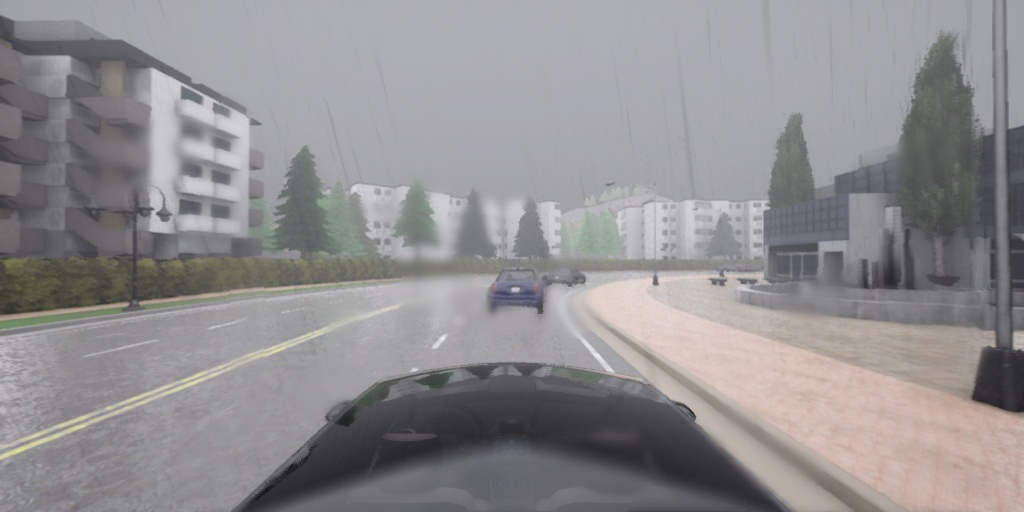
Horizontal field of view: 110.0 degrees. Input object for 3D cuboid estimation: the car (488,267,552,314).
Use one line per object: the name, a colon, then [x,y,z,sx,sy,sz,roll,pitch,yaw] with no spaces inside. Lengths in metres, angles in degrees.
car: [0.424,1.244,14.808,2.097,1.767,4.553,0,-1,8]

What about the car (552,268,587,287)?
car: [4.273,1.595,27.417,1.994,1.385,4.181,0,-1,28]
